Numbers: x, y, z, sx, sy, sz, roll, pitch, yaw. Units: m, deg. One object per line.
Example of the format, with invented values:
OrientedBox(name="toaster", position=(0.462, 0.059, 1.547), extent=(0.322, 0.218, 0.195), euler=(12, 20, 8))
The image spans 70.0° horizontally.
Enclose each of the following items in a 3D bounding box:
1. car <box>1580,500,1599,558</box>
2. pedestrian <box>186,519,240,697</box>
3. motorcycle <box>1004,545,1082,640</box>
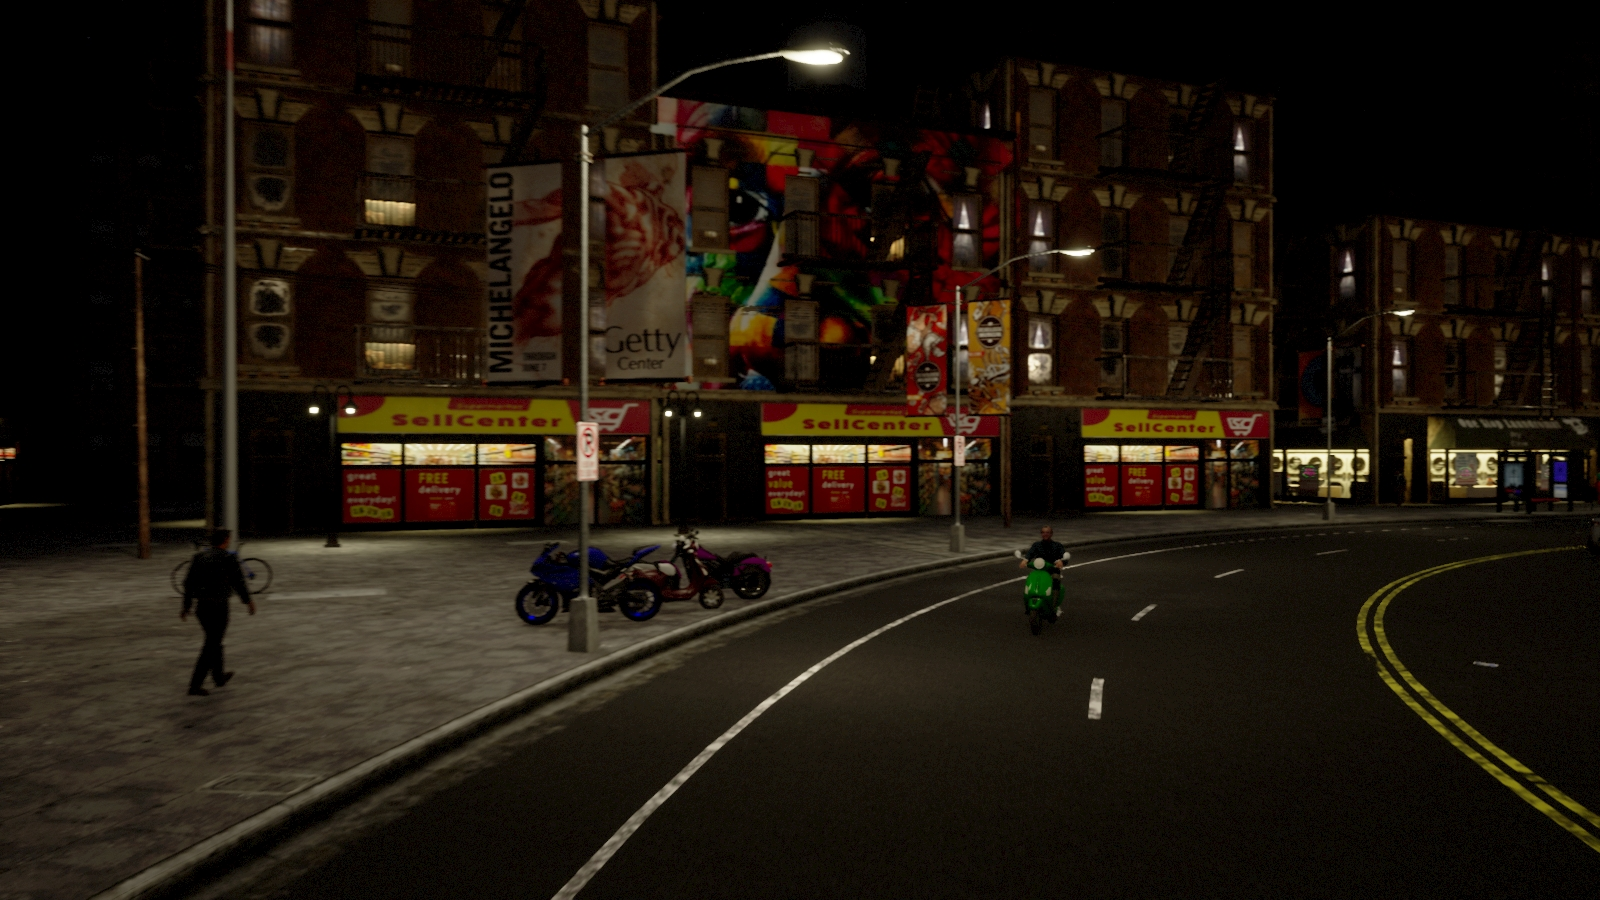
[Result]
OrientedBox(name="car", position=(22.935, 2.080, 30.746), extent=(4.193, 1.474, 1.816), euler=(0, 0, -34))
OrientedBox(name="pedestrian", position=(-6.331, 1.693, 12.330), extent=(0.375, 1.860, 0.375), euler=(0, 0, 8))
OrientedBox(name="motorcycle", position=(3.824, 2.184, 17.875), extent=(0.856, 1.236, 1.805), euler=(0, 0, 24))
